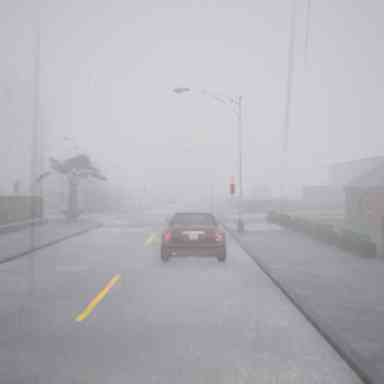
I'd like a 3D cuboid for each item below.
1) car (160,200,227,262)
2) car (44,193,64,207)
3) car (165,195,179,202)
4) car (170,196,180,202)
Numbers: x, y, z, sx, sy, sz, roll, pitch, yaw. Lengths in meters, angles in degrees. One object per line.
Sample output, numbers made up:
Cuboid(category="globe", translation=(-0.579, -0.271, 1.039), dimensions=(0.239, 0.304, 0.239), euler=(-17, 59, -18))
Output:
Cuboid(category="car", translation=(0.063, 1.376, 12.304), dimensions=(2.097, 1.767, 4.553), euler=(0, 0, 1))
Cuboid(category="car", translation=(-19.738, 1.061, 46.170), dimensions=(1.905, 1.878, 3.866), euler=(0, 0, 35))
Cuboid(category="car", translation=(-3.996, 1.455, 64.005), dimensions=(2.097, 1.767, 4.553), euler=(0, 0, 1))
Cuboid(category="car", translation=(-3.966, 1.662, 79.395), dimensions=(2.033, 1.411, 5.357), euler=(0, 0, 0))
